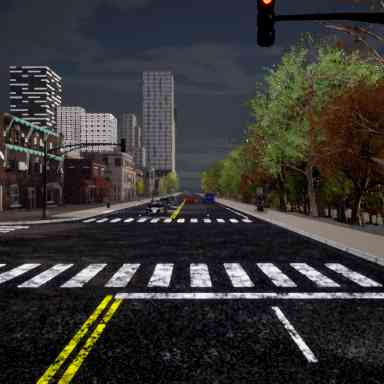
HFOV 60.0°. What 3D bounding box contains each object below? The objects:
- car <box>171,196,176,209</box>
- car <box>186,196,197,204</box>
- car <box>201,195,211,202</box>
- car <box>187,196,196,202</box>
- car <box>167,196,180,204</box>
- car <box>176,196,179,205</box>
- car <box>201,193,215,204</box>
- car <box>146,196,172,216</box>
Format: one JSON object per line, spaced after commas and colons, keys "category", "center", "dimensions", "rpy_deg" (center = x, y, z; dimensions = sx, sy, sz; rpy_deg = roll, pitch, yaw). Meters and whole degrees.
{"category": "car", "center": [-3.449, 1.490, 43.032], "dimensions": [1.837, 1.490, 4.892], "rpy_deg": [0, 0, 0]}
{"category": "car", "center": [-0.057, 1.539, 61.616], "dimensions": [1.994, 1.385, 4.181], "rpy_deg": [0, 0, 0]}
{"category": "car", "center": [3.057, 1.448, 74.409], "dimensions": [1.882, 1.535, 5.008], "rpy_deg": [0, 0, 0]}
{"category": "car", "center": [-0.187, 1.524, 74.166], "dimensions": [1.994, 1.385, 4.181], "rpy_deg": [0, 0, 0]}
{"category": "car", "center": [-3.456, 1.468, 63.562], "dimensions": [2.128, 1.511, 4.902], "rpy_deg": [0, 0, 1]}
{"category": "car", "center": [-3.467, 1.486, 53.172], "dimensions": [1.837, 1.490, 4.892], "rpy_deg": [0, 0, 0]}
{"category": "car", "center": [3.187, 1.198, 63.834], "dimensions": [2.150, 2.045, 5.566], "rpy_deg": [0, 0, 0]}
{"category": "car", "center": [-3.429, 1.481, 32.982], "dimensions": [2.128, 1.511, 4.902], "rpy_deg": [0, 0, 0]}
